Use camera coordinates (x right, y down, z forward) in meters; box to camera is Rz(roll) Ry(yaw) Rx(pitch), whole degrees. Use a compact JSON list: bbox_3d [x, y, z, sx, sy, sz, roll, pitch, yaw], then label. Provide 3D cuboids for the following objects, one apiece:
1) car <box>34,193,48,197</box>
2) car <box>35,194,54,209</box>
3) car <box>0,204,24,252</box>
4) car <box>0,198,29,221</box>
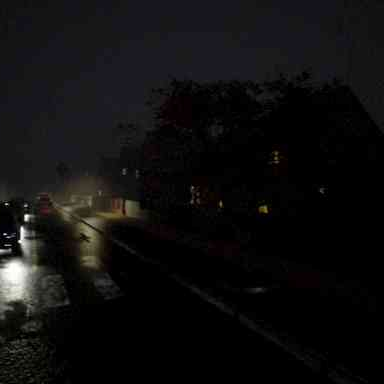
[{"bbox_3d":[-23.982,1.167,53.416,2.150,2.045,5.566,0,0,-26],"label":"car"},{"bbox_3d":[-19.550,1.448,44.215,1.837,1.490,4.892,0,0,-26],"label":"car"},{"bbox_3d":[-8.116,1.485,13.666,1.882,1.535,5.008,0,0,-26],"label":"car"},{"bbox_3d":[-13.007,1.462,23.831,2.128,1.511,4.902,0,0,-26],"label":"car"}]
